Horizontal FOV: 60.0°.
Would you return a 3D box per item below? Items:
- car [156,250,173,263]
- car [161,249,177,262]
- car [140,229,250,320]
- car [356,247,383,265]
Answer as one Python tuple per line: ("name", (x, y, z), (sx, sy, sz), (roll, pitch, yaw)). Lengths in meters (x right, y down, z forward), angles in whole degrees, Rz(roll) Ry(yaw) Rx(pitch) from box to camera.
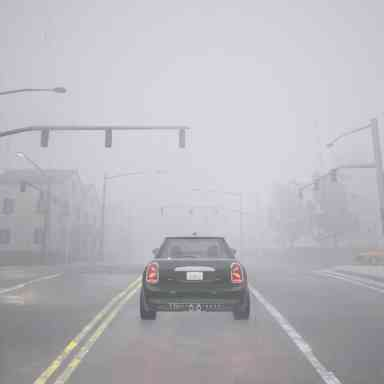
("car", (-3.645, 8.632, 44.403), (1.882, 1.535, 5.008), (0, -11, 0))
("car", (-3.659, 10.344, 54.282), (2.150, 2.045, 5.566), (0, -11, 0))
("car", (0.061, 1.807, 8.235), (2.097, 1.767, 4.553), (0, -7, 0))
("car", (16.462, 5.364, 28.071), (5.008, 1.535, 1.882), (0, -11, 1))
